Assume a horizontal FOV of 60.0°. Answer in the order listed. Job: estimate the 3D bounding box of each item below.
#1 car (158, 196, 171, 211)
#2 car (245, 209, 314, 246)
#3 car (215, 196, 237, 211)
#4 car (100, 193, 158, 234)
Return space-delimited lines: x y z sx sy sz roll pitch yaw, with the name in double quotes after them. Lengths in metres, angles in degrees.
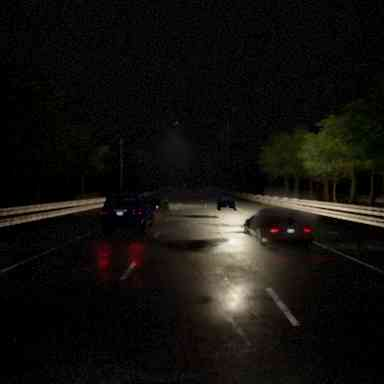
-3.402 1.185 34.990 1.837 1.490 4.892 0 1 0 "car"
3.598 1.446 14.599 2.033 1.411 5.357 0 1 0 "car"
3.597 1.194 35.928 1.812 1.442 4.674 0 1 0 "car"
-3.402 1.081 18.340 2.150 2.045 5.566 0 1 0 "car"
